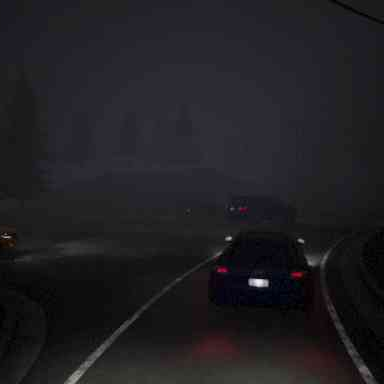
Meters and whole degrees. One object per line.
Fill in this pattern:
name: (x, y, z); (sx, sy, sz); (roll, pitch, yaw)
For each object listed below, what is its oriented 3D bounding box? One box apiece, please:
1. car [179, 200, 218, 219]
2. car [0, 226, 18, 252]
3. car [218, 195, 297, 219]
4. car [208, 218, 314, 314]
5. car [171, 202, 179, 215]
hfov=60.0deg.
car: (1.400, 1.568, 29.512); (4.181, 1.385, 1.994); (0, 0, -31)
car: (-8.640, 1.479, 11.089); (5.008, 1.535, 1.882); (0, 0, -31)
car: (4.924, 1.223, 23.463); (5.566, 2.045, 2.150); (0, 0, -31)
car: (1.670, 1.565, 7.797); (1.994, 1.385, 4.181); (0, 0, 14)
car: (0.308, 1.496, 32.948); (4.902, 1.511, 2.128); (0, 0, -31)
